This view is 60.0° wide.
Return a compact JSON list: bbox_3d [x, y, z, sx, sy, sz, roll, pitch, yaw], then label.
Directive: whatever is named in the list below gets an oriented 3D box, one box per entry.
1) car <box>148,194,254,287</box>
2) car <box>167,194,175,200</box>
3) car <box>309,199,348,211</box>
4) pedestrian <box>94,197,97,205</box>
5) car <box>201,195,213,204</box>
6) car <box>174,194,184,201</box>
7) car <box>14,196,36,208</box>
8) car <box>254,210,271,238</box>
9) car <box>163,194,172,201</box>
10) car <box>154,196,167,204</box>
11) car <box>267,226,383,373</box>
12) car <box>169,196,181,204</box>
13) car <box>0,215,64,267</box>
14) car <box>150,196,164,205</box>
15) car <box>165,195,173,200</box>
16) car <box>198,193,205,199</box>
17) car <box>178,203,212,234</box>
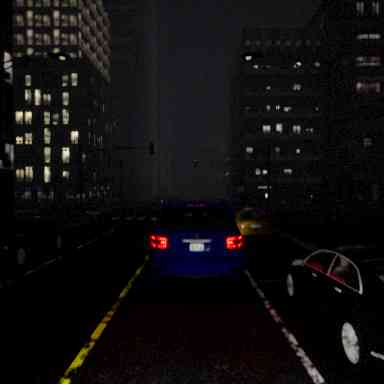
[{"bbox_3d":[0.102,1.191,9.381,2.150,2.045,5.566,0,0,0],"label":"car"},{"bbox_3d":[-5.659,1.273,88.642,1.887,1.381,4.507,-1,0,0],"label":"car"},{"bbox_3d":[16.333,1.507,39.883,4.403,1.369,2.008,0,1,1],"label":"car"},{"bbox_3d":[-12.528,1.174,43.242,0.500,1.100,0.500,0,1,1],"label":"pedestrian"},{"bbox_3d":[2.707,1.364,60.366,2.008,1.369,4.403,-1,0,0],"label":"car"},{"bbox_3d":[-2.962,1.303,77.060,2.033,1.411,5.357,0,0,0],"label":"car"},{"bbox_3d":[-21.642,1.158,40.399,4.829,1.417,1.752,0,1,1],"label":"car"},{"bbox_3d":[2.815,1.471,16.926,1.752,1.417,4.829,-1,0,0],"label":"car"},{"bbox_3d":[-5.665,1.307,77.333,1.887,1.381,4.507,-1,0,0],"label":"car"},{"bbox_3d":[-5.673,1.379,60.370,1.947,1.339,4.313,-1,0,0],"label":"car"},{"bbox_3d":[2.810,1.533,5.468,2.008,1.369,4.403,-1,0,0],"label":"car"},{"bbox_3d":[-3.029,1.374,61.306,1.994,1.385,4.181,0,0,0],"label":"car"},{"bbox_3d":[-5.827,1.509,11.174,1.887,1.381,4.507,-1,0,0],"label":"car"},{"bbox_3d":[-5.676,1.356,54.545,1.752,1.417,4.829,-1,0,0],"label":"car"},{"bbox_3d":[-5.661,1.327,82.988,1.802,1.307,4.206,-1,0,0],"label":"car"},{"bbox_3d":[2.722,1.152,94.293,1.967,1.590,4.097,-1,0,0],"label":"car"},{"bbox_3d":[0.108,1.462,19.893,1.812,1.442,4.674,0,0,-2],"label":"car"}]
